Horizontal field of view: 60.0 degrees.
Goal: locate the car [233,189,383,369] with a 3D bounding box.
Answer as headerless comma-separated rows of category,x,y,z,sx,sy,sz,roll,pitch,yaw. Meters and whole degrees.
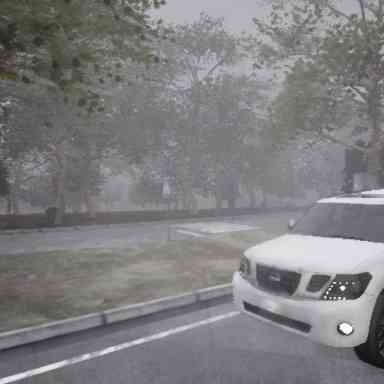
car,3.283,1.023,6.080,5.566,2.045,2.150,-4,1,-36
